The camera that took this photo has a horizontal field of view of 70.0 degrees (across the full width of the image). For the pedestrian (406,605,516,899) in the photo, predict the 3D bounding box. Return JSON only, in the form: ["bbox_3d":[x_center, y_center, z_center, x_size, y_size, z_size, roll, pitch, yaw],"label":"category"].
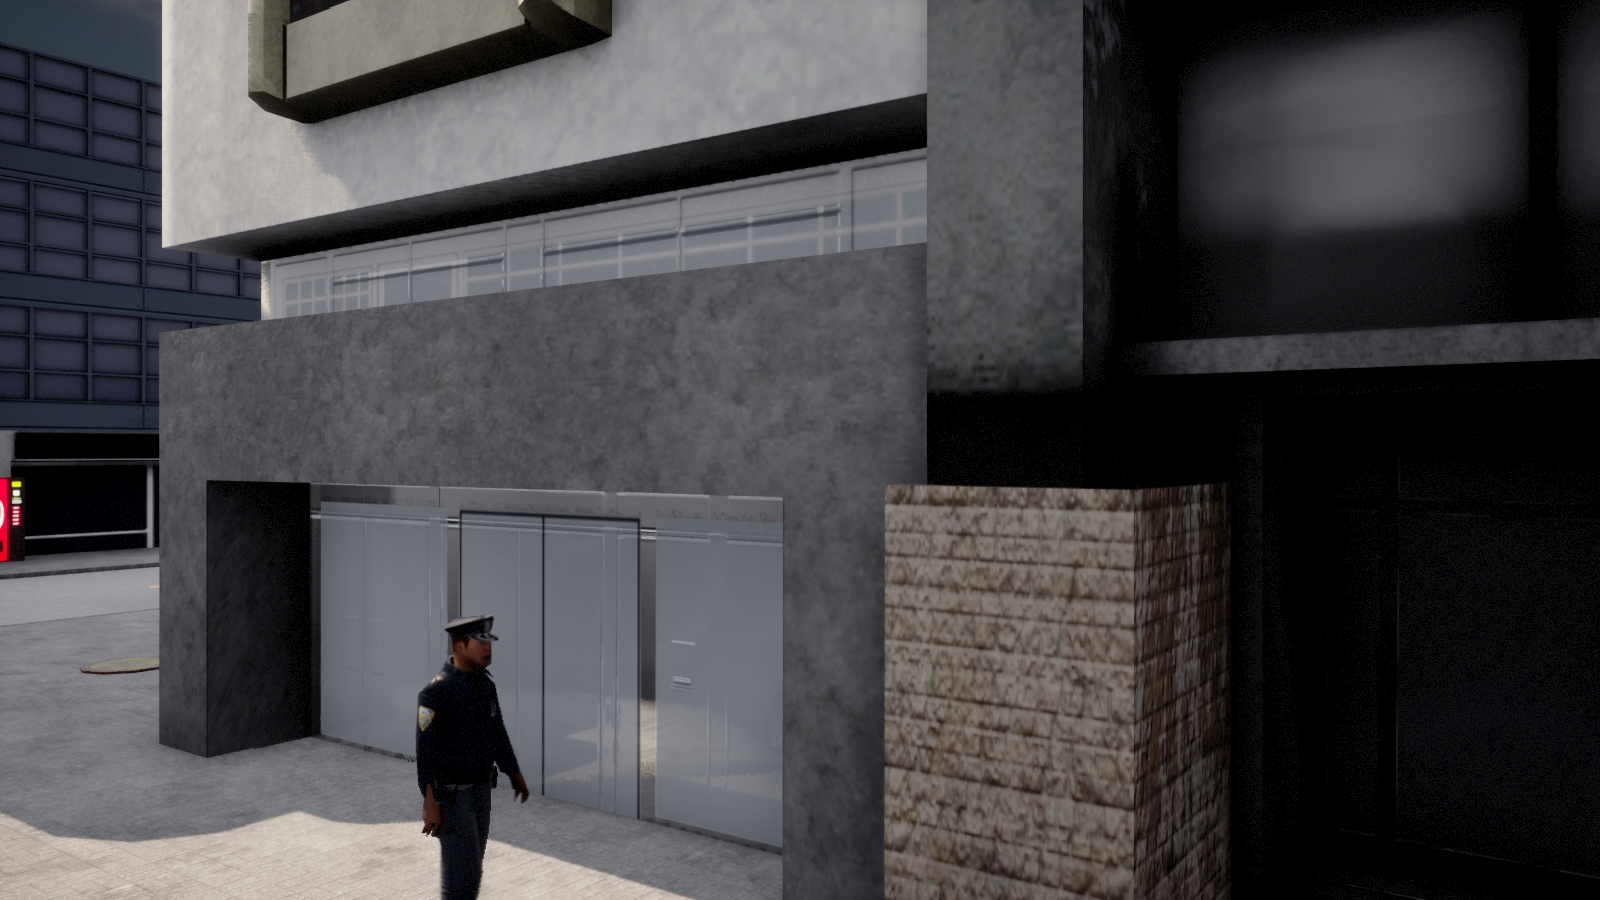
[{"bbox_3d":[-1.699,1.744,5.738,0.375,1.860,0.375,0,0,25],"label":"pedestrian"}]
